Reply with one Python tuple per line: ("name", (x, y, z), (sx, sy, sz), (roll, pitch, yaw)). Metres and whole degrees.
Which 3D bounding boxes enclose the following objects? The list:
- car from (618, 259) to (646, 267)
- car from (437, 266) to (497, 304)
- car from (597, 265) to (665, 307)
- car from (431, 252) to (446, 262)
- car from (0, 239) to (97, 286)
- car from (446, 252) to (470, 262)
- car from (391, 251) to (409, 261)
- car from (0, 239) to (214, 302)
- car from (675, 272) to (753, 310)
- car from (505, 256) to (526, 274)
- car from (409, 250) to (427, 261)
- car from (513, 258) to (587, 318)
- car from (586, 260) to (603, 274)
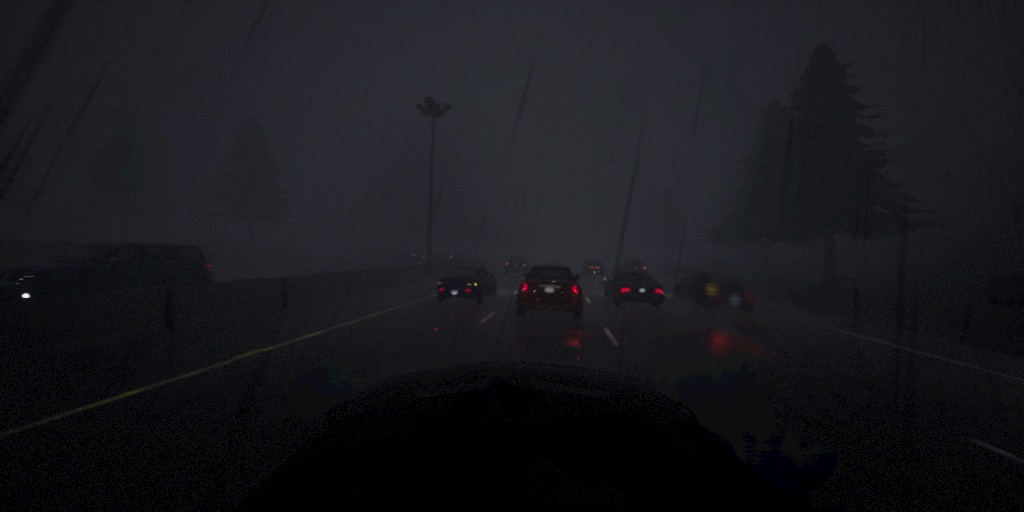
("car", (11.095, 1.072, 33.481), (2.097, 1.767, 4.553), (2, 1, 7))
("car", (-1.828, 1.142, 15.486), (1.812, 1.442, 4.674), (2, 1, 7))
("car", (5.293, 1.355, 16.142), (2.033, 1.411, 5.357), (2, 1, 7))
("car", (-10.864, 0.158, 55.677), (1.837, 1.490, 4.892), (2, 2, 8))
("car", (-23.128, 0.241, 16.102), (2.150, 2.045, 5.566), (2, 0, 7))
("car", (-7.688, 0.155, 53.038), (2.097, 1.767, 4.553), (2, 1, 8))
("car", (-17.651, -0.046, 57.604), (1.812, 1.442, 4.674), (2, 2, 8))
("car", (-13.095, 0.553, 11.859), (2.150, 2.045, 5.566), (2, 0, 7))
("car", (8.786, 1.432, 15.897), (1.812, 1.442, 4.674), (2, 1, 7))
("car", (0.624, 0.778, 34.358), (2.097, 1.767, 4.553), (2, 1, 7))
("car", (-14.166, -0.122, 57.257), (2.097, 1.767, 4.553), (2, 2, 8))
("car", (1.434, 1.078, 13.302), (2.097, 1.767, 4.553), (2, 0, 7))
("car", (7.663, 1.123, 34.252), (1.837, 1.490, 4.892), (2, 2, 7))
